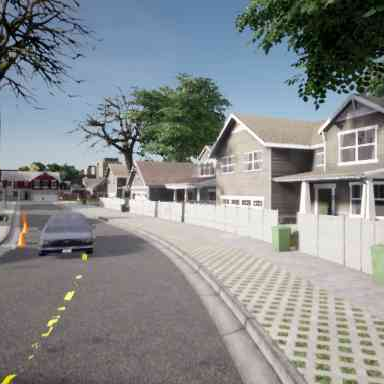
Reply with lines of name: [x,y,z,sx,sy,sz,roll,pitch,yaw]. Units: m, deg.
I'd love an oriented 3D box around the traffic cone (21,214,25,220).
traffic cone: [-11.496,1.959,22.819,0.340,0.580,0.340,0,0,-27]

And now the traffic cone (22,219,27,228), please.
traffic cone: [-9.202,1.959,18.376,0.340,0.580,0.340,0,0,-27]

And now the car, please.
car: [-4.972,1.550,13.410,2.033,1.411,5.357,0,0,-19]

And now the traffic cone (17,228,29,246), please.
traffic cone: [-7.212,1.958,14.066,0.340,0.580,0.340,0,0,-22]

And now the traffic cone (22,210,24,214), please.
traffic cone: [-13.790,1.960,27.262,0.340,0.580,0.340,0,0,-27]
